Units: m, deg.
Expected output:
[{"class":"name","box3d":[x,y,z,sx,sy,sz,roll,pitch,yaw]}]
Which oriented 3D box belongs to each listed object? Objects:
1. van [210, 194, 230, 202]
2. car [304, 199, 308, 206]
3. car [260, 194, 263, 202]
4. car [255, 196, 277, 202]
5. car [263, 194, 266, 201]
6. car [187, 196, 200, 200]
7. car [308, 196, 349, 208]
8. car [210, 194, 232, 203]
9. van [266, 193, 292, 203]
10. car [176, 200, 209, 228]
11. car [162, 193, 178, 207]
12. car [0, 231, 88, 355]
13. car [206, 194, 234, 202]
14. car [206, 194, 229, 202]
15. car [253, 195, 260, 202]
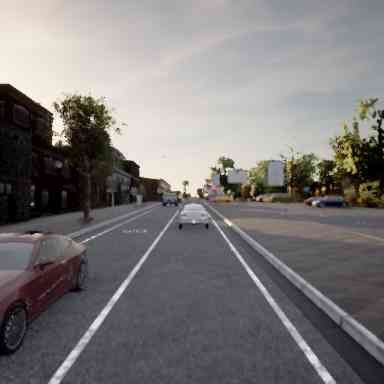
[{"class":"van","box3d":[6.381,1.384,75.855,4.442,1.987,1.878,0,-1,0]},{"class":"car","box3d":[18.709,1.426,48.547,4.674,1.452,2.002,0,0,0]},{"class":"car","box3d":[18.727,1.587,74.796,5.366,1.575,1.946,0,-1,0]},{"class":"car","box3d":[18.458,1.791,83.301,4.892,1.521,2.231,0,-2,-1]},{"class":"car","box3d":[18.746,1.539,72.136,5.366,1.575,1.946,0,-1,0]},{"class":"car","box3d":[0.121,1.305,39.095,2.097,1.767,4.553,0,0,0]},{"class":"car","box3d":[18.778,1.263,45.377,4.553,1.767,2.185,0,0,0]},{"class":"car","box3d":[6.319,1.424,72.815,4.553,1.767,2.185,0,-1,0]},{"class":"van","box3d":[18.465,1.272,69.343,4.442,1.987,1.878,0,-1,0]},{"class":"car","box3d":[0.109,1.500,21.719,1.812,1.442,4.674,0,0,0]},{"class":"car","box3d":[-3.294,1.156,50.577,2.150,2.045,5.566,0,0,0]},{"class":"car","box3d":[-3.346,1.518,6.189,1.812,1.442,4.674,0,0,0]},{"class":"car","box3d":[6.125,1.501,69.894,5.366,1.575,1.946,0,-1,0]},{"class":"car","box3d":[6.239,1.500,82.045,5.566,2.045,2.435,0,-1,-1]},{"class":"car","box3d":[18.469,1.463,80.516,5.566,2.045,2.435,0,-2,-1]}]
